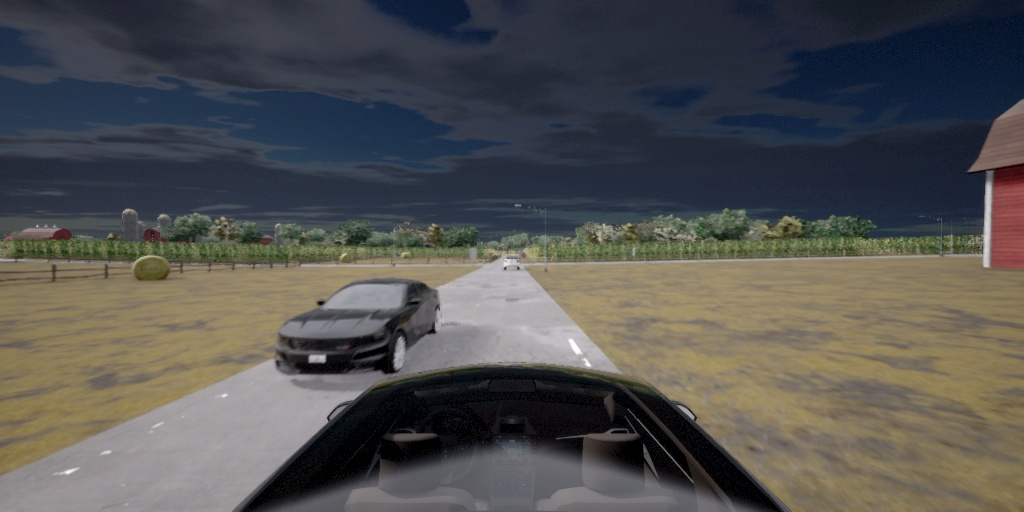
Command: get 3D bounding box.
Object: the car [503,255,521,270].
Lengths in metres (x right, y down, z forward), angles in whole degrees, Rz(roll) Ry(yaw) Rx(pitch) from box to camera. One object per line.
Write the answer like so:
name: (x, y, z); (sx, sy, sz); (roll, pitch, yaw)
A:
car: (-0.012, 0.841, 49.066); (2.150, 2.045, 5.566); (0, 1, 0)

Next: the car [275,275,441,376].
car: (-2.830, 1.222, 7.725); (1.882, 1.535, 5.008); (0, 0, 0)
